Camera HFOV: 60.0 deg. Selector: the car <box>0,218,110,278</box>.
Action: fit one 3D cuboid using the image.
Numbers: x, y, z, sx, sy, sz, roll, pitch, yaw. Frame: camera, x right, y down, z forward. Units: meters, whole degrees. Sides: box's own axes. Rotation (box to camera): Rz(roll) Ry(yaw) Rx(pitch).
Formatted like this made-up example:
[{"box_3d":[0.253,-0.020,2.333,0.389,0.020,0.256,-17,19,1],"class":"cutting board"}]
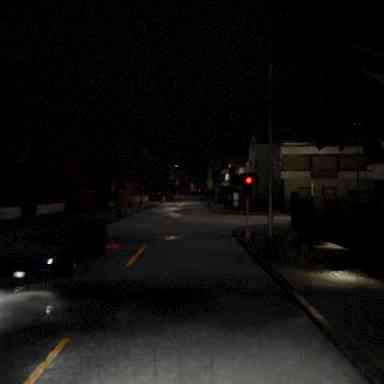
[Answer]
[{"box_3d":[-4.044,1.559,10.474,2.033,1.411,5.357,0,0,0],"class":"car"}]
